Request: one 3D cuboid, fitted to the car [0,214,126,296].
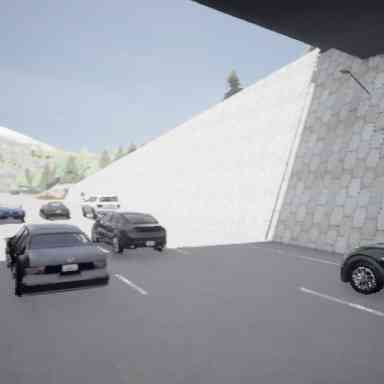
[{"bbox_3d":[-3.729,1.532,8.718,2.033,1.411,5.357,1,0,-32],"label":"car"}]

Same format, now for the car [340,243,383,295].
[{"bbox_3d":[5.558,1.518,6.998,2.097,1.767,4.553,1,0,-32],"label":"car"}]

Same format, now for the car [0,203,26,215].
[{"bbox_3d":[-13.527,1.492,24.608,1.895,1.301,4.718,1,0,-32],"label":"car"}]

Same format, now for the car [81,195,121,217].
[{"bbox_3d":[-7.944,1.259,28.903,2.150,2.045,5.566,1,0,-32],"label":"car"}]

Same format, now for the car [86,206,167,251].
[{"bbox_3d":[-2.719,1.545,13.749,1.837,1.490,4.892,1,0,-32],"label":"car"}]

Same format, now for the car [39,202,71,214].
[{"bbox_3d":[-11.707,1.519,28.324,1.994,1.385,4.181,1,0,-32],"label":"car"}]
